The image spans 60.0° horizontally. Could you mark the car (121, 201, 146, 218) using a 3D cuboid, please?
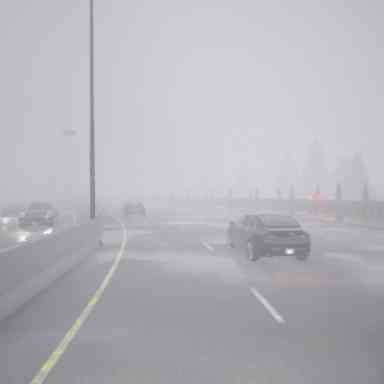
[{"bbox_3d":[-5.662,1.579,31.807,2.128,1.511,4.902,0,0,-19],"label":"car"}]

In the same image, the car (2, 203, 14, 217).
[{"bbox_3d":[-17.733,1.753,33.415,1.994,1.385,4.181,0,0,-23],"label":"car"}]

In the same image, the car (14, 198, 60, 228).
[{"bbox_3d":[-10.465,1.451,23.045,2.097,1.767,4.553,0,0,-16],"label":"car"}]

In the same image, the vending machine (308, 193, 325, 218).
[{"bbox_3d":[10.866,1.162,29.082,1.100,2.100,0.880,0,0,-15],"label":"vending machine"}]

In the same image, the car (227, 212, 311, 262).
[{"bbox_3d":[2.592,1.502,12.189,1.837,1.490,4.892,0,0,-7],"label":"car"}]
